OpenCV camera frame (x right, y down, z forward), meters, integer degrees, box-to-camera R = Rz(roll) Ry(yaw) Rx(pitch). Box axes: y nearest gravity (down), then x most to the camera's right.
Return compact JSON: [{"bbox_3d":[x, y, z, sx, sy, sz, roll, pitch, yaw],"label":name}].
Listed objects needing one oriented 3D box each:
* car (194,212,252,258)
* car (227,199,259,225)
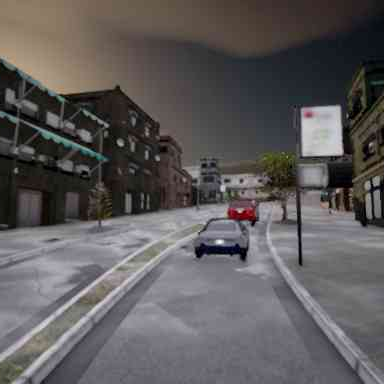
[{"bbox_3d":[1.312,1.737,13.624,1.994,1.385,4.181,-1,-1,10],"label":"car"},{"bbox_3d":[4.209,1.545,27.059,2.150,2.045,5.566,-1,0,15],"label":"car"}]
